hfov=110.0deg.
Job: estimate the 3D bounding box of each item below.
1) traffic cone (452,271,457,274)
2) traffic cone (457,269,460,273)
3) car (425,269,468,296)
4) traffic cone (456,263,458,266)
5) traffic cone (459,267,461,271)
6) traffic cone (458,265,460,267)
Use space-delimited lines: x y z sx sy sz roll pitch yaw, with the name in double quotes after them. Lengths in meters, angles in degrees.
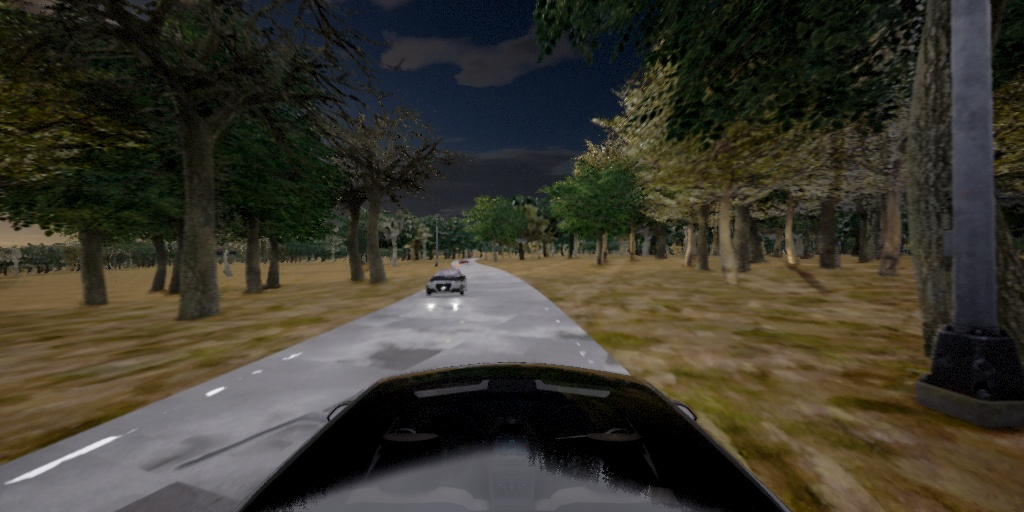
-5.471 1.862 33.022 0.340 0.580 0.340 0 0 -3 "traffic cone"
-5.909 1.865 38.011 0.340 0.580 0.340 0 0 -6 "traffic cone"
-3.542 1.432 20.095 1.994 1.385 4.181 0 0 -3 "car"
-9.191 1.833 62.606 0.340 0.580 0.340 0 0 -10 "traffic cone"
-6.430 1.864 42.947 0.340 0.580 0.340 0 0 -6 "traffic cone"
-7.018 1.858 47.876 0.340 0.580 0.340 0 0 -7 "traffic cone"
